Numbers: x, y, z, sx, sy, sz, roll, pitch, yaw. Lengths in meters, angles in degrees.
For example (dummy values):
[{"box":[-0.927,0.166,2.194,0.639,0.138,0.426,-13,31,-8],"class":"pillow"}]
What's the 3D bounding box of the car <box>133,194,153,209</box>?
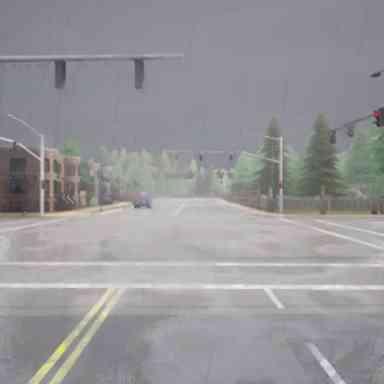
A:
[{"box":[-6.998,1.366,47.936,2.150,2.045,5.566,0,0,0],"class":"car"}]
